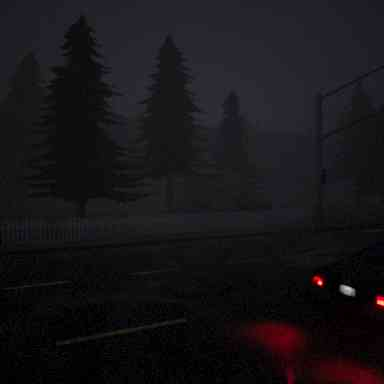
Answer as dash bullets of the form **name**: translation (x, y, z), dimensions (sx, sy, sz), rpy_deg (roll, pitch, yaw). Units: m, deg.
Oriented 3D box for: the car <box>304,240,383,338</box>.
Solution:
- **car**: translation (4.584, 1.490, 5.998), dimensions (5.357, 1.411, 2.033), rpy_deg (0, 0, -25)
